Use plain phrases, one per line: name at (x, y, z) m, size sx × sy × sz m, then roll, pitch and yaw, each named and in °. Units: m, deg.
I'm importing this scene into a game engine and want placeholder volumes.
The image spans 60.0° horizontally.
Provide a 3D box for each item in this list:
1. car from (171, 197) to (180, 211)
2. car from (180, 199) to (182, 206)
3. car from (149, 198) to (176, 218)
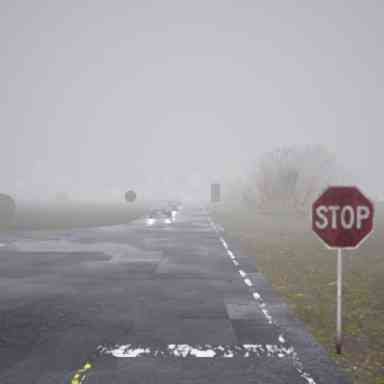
car at (-2.762, 1.575, 40.488) m, size 1.994 × 1.385 × 4.181 m, roll 0°, pitch 0°, yaw -1°
car at (-2.695, 1.503, 54.055) m, size 1.882 × 1.535 × 5.008 m, roll 0°, pitch 0°, yaw 0°
car at (-2.773, 1.530, 30.529) m, size 1.812 × 1.442 × 4.674 m, roll 0°, pitch 0°, yaw 0°
